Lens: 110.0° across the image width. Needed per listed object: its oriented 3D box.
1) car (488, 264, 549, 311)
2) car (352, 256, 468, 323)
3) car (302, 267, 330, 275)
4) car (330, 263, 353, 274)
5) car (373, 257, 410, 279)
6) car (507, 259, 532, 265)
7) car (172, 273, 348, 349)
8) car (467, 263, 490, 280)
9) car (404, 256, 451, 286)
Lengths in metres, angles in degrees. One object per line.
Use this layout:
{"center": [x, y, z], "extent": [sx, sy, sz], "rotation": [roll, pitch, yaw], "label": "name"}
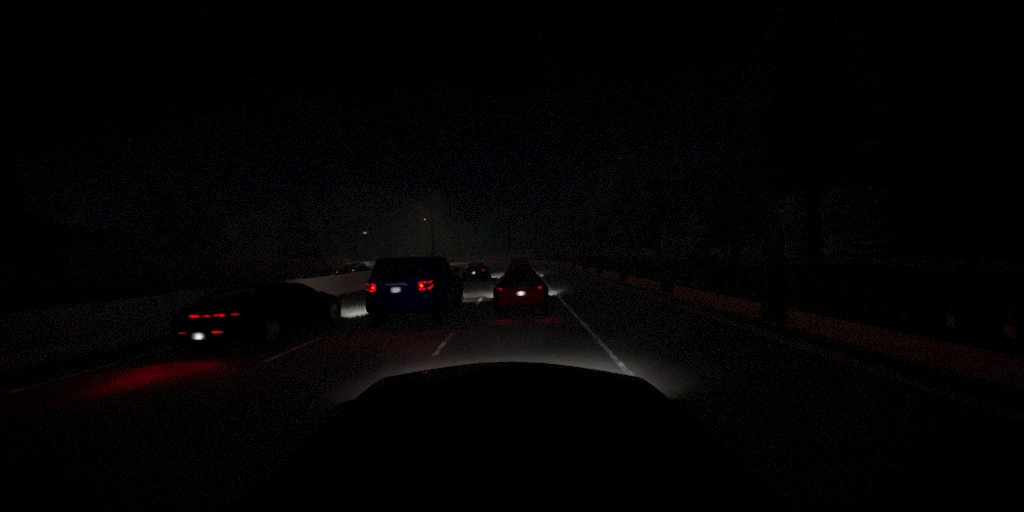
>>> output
{"center": [0.346, 1.207, 14.016], "extent": [1.994, 1.385, 4.181], "rotation": [-2, 0, 1], "label": "car"}
{"center": [-3.191, 1.025, 12.728], "extent": [2.150, 2.045, 5.566], "rotation": [-2, 0, 1], "label": "car"}
{"center": [-20.370, 1.901, 38.545], "extent": [2.033, 1.411, 5.357], "rotation": [-2, 0, 1], "label": "car"}
{"center": [-16.921, 1.560, 38.267], "extent": [2.097, 1.767, 4.553], "rotation": [-2, 0, 1], "label": "car"}
{"center": [-13.386, 1.261, 40.278], "extent": [2.150, 2.045, 5.566], "rotation": [-2, 1, 0], "label": "car"}
{"center": [0.654, 0.988, 30.222], "extent": [1.882, 1.535, 5.008], "rotation": [-2, 0, 1], "label": "car"}
{"center": [-6.739, 1.481, 10.179], "extent": [1.837, 1.490, 4.892], "rotation": [-2, 0, 1], "label": "car"}
{"center": [-2.861, 1.233, 29.241], "extent": [1.994, 1.385, 4.181], "rotation": [-2, 0, 1], "label": "car"}
{"center": [-6.399, 1.052, 27.874], "extent": [2.150, 2.045, 5.566], "rotation": [-2, 0, 1], "label": "car"}
